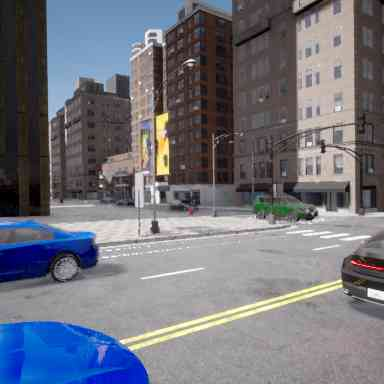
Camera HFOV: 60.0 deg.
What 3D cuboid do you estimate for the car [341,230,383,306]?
[{"bbox_3d":[5.123,1.504,7.097,4.892,1.490,1.837,0,0,-36],"label":"car"}]

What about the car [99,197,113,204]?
[{"bbox_3d":[-17.178,1.742,67.590,2.033,1.411,5.357,-1,0,-35],"label":"car"}]

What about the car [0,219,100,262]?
[{"bbox_3d":[-4.845,1.477,8.175,5.008,1.535,1.882,0,0,-35],"label":"car"}]

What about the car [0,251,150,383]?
[{"bbox_3d":[-2.568,1.478,1.609,5.008,1.535,1.882,0,0,-35],"label":"car"}]

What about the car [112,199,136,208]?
[{"bbox_3d":[-10.326,1.786,52.342,1.895,1.301,4.718,-1,0,-35],"label":"car"}]

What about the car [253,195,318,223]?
[{"bbox_3d":[7.416,1.296,27.048,2.150,2.045,5.566,-1,1,-35],"label":"car"}]

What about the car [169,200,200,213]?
[{"bbox_3d":[-1.009,1.654,39.060,1.812,1.442,4.674,-1,1,-35],"label":"car"}]
